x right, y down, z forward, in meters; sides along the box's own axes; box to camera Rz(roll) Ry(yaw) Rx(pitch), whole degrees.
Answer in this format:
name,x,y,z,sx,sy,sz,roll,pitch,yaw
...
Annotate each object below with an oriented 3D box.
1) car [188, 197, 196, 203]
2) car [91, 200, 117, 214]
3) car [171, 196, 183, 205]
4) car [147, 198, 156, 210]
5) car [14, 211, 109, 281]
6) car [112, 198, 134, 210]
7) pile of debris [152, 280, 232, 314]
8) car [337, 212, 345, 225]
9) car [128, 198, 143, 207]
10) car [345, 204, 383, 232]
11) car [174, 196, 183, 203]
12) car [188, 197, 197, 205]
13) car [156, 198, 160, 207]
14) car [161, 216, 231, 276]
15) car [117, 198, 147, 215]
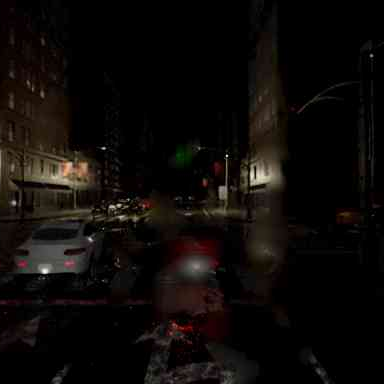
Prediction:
name,x,y,z,sx,sy,sz,roll,pitch,yaw
car,0.062,1.911,77.481,1.895,1.301,4.718,0,0,0
car,-9.805,1.669,37.206,1.837,1.490,4.892,0,0,0
car,-3.197,1.773,66.621,2.128,1.511,4.902,0,0,0
car,-6.525,1.725,45.774,1.812,1.442,4.674,0,0,1
car,-3.709,1.525,9.858,1.812,1.442,4.674,0,1,-9
car,-9.760,1.697,47.335,2.128,1.511,4.902,0,0,1
pile of debris,0.006,2.208,7.139,1.500,0.140,1.860,0,0,1
car,13.116,1.701,23.980,5.008,1.535,1.882,0,-1,1
car,-9.704,1.773,57.549,1.812,1.442,4.674,0,0,0
car,12.476,1.517,20.729,4.553,1.767,2.097,0,-1,0
car,-3.188,1.625,77.040,1.882,1.535,5.008,0,0,0
car,0.054,1.778,67.409,2.128,1.511,4.902,0,0,0
car,-6.455,1.789,56.237,2.033,1.411,5.357,0,0,0
car,0.104,1.527,10.436,1.837,1.490,4.892,0,1,0
car,-6.560,1.667,36.750,1.837,1.490,4.892,0,0,0
